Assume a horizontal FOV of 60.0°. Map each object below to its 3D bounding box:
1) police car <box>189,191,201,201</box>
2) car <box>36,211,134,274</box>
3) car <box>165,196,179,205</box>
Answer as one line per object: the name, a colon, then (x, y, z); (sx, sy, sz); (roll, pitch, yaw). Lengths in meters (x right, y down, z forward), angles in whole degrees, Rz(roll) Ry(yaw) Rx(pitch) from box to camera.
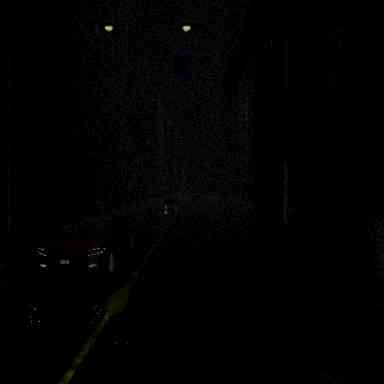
police car: (0.892, 1.068, 72.797); (1.930, 1.638, 5.238); (0, 0, 0)
car: (-3.091, 1.415, 10.548); (1.882, 1.535, 5.008); (0, 0, 0)
car: (-3.084, 1.313, 50.959); (1.895, 1.301, 4.718); (0, 0, 0)
